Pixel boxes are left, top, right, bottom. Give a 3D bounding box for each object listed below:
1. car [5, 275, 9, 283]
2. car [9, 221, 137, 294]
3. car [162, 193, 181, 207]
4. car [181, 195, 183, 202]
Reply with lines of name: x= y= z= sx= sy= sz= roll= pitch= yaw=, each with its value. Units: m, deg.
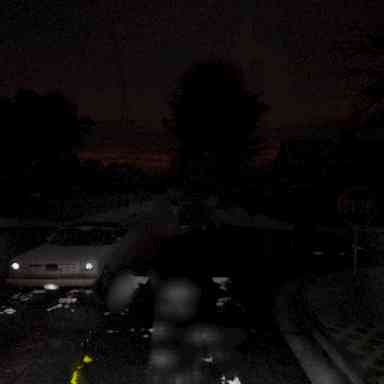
car: x=-2.751 y=1.487 z=0.567 sx=2.128 sy=1.511 sz=4.902 roll=0 pitch=1 yaw=0
car: x=-2.735 y=1.501 z=8.666 sx=1.895 sy=1.301 sz=4.718 roll=0 pitch=1 yaw=0
car: x=-2.689 y=1.120 z=41.296 sx=1.895 sy=1.301 sz=4.718 roll=0 pitch=1 yaw=0
car: x=-2.582 y=0.831 z=54.628 sx=1.812 sy=1.442 sz=4.674 roll=0 pitch=1 yaw=3
